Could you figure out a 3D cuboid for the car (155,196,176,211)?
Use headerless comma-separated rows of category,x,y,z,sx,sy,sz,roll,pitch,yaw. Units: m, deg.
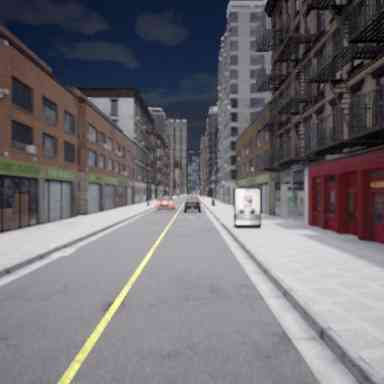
car,-3.087,1.251,39.412,2.097,1.767,4.553,0,0,0

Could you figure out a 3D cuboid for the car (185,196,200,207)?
car,0.041,1.376,49.035,2.128,1.511,4.902,0,0,1

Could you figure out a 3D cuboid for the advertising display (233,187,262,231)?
advertising display,3.130,0.970,18.791,1.540,2.440,0.280,0,0,0

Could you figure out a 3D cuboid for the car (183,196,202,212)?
car,0.073,1.410,37.108,1.837,1.490,4.892,0,0,1
